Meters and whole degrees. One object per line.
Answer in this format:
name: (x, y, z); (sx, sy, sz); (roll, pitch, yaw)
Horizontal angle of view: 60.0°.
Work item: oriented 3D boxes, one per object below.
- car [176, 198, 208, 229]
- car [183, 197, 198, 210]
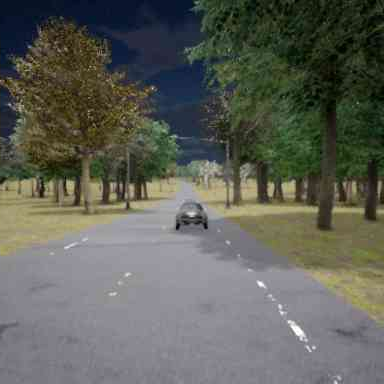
car: (-0.032, 1.514, 23.189); (2.097, 1.767, 4.553); (0, -1, 0)
car: (-0.193, 1.645, 49.426); (2.097, 1.767, 4.553); (0, 0, 0)
